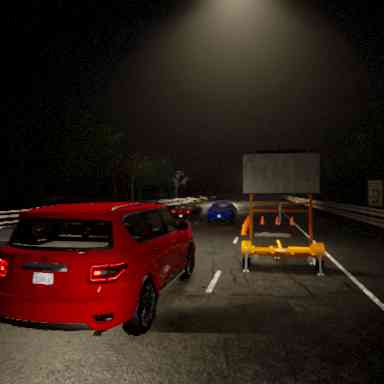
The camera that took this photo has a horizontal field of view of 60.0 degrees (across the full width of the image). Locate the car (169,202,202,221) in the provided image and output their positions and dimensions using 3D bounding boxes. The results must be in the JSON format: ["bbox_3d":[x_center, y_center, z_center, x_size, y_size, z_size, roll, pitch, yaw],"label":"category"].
[{"bbox_3d":[-0.430,1.632,28.920,1.895,1.301,4.718,0,0,12],"label":"car"}]

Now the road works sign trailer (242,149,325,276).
[{"bbox_3d":[2.796,0.475,10.564,2.380,3.560,2.880,0,0,12],"label":"road works sign trailer"}]

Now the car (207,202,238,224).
[{"bbox_3d":[2.372,1.503,25.202,1.882,1.535,5.008,0,0,12],"label":"car"}]

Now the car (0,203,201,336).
[{"bbox_3d":[-1.428,1.231,7.008,2.150,2.045,5.566,0,0,11],"label":"car"}]
